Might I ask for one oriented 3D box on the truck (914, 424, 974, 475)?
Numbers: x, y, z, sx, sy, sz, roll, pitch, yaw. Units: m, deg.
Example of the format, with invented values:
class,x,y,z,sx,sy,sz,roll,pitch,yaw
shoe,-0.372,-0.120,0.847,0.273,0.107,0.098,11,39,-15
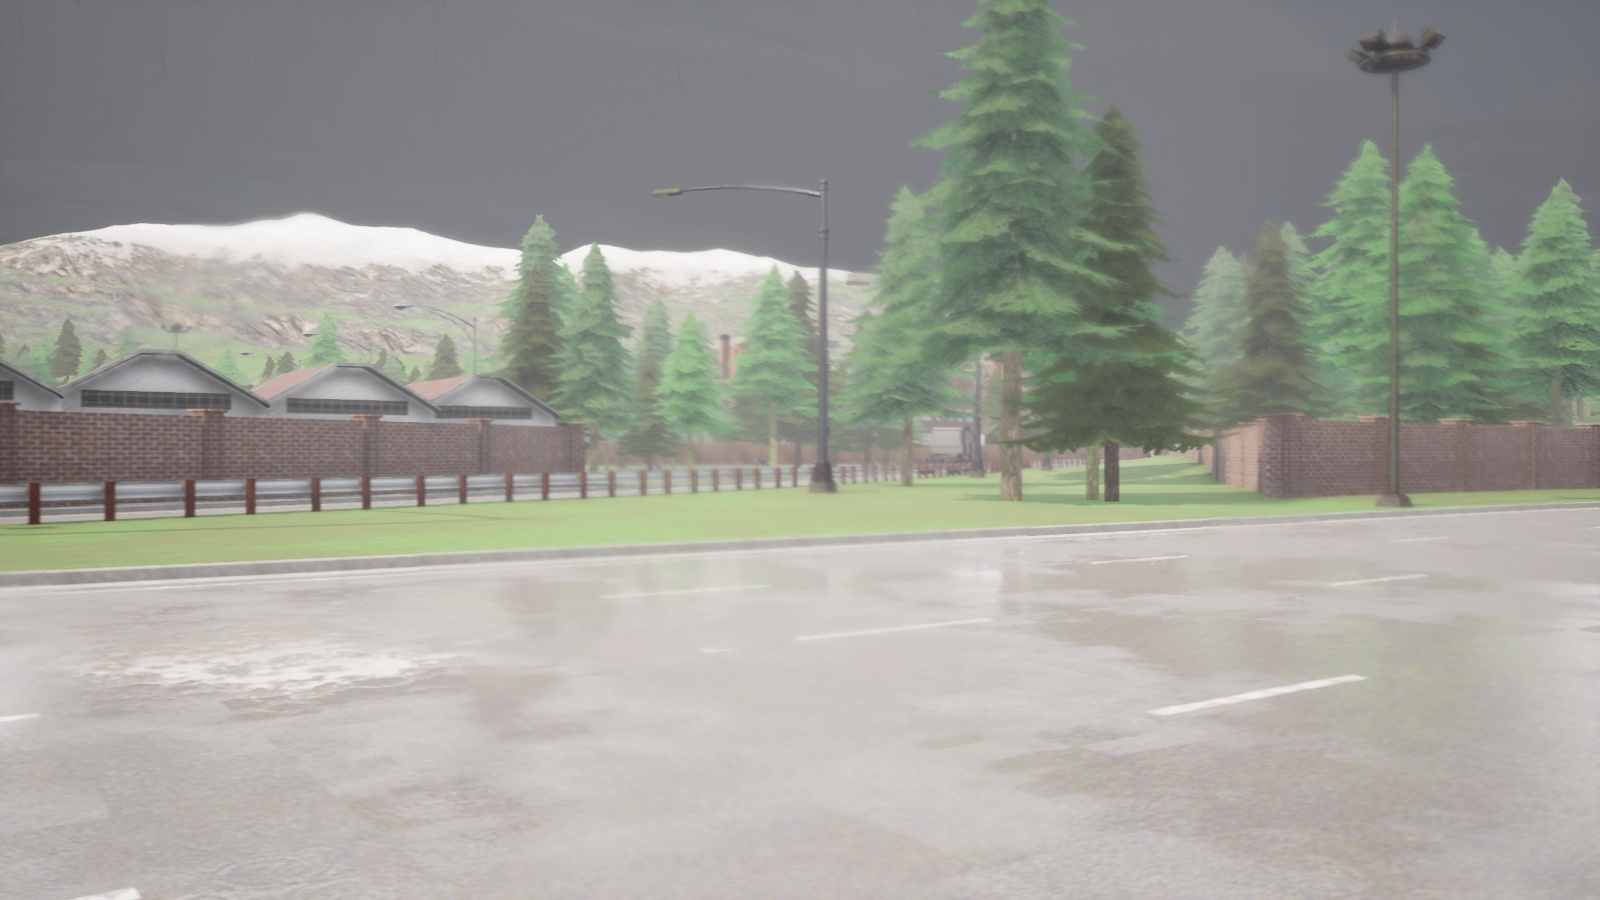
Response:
class,x,y,z,sx,sy,sz,roll,pitch,yaw
truck,10.392,-0.048,89.843,2.891,3.462,7.936,0,0,17
